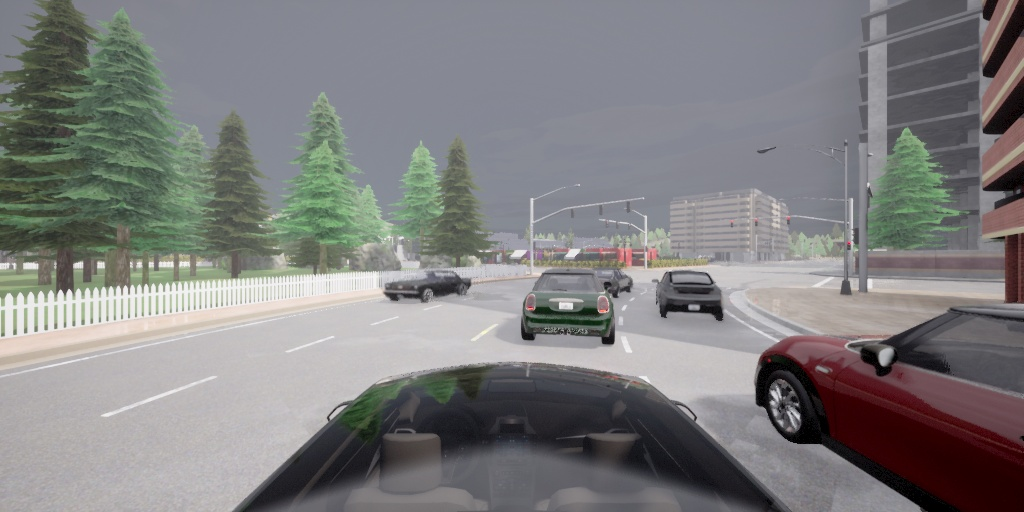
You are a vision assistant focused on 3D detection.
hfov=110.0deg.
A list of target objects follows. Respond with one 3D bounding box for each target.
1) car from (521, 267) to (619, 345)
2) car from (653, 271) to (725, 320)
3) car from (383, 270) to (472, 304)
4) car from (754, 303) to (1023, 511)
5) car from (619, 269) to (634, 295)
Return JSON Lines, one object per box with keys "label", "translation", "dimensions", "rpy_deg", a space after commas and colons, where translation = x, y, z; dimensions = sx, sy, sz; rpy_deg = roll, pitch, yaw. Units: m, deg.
{"label": "car", "translation": [1.635, 1.102, 9.842], "dimensions": [2.097, 1.767, 4.553], "rpy_deg": [0, 0, 13]}
{"label": "car", "translation": [6.225, 1.257, 12.889], "dimensions": [1.837, 1.490, 4.892], "rpy_deg": [0, 0, 20]}
{"label": "car", "translation": [-3.760, 1.351, 16.719], "dimensions": [1.895, 1.301, 4.718], "rpy_deg": [0, 0, 22]}
{"label": "car", "translation": [3.917, 1.103, 2.430], "dimensions": [2.097, 1.767, 4.553], "rpy_deg": [0, 0, 2]}
{"label": "car", "translation": [4.909, 1.298, 18.585], "dimensions": [2.033, 1.411, 5.357], "rpy_deg": [0, 0, 29]}
